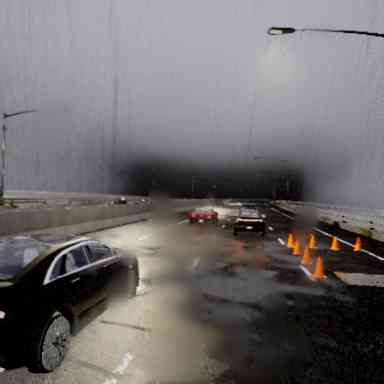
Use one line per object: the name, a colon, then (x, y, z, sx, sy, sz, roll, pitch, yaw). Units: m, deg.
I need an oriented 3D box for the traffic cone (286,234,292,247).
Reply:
traffic cone: (4.667, 2.284, 15.717, 0.340, 0.580, 0.340, 2, -1, 9)

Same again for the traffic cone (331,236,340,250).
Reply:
traffic cone: (6.642, 2.352, 15.410, 0.340, 0.580, 0.340, 2, -1, 9)

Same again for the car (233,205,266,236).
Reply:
car: (3.633, 1.840, 21.184, 2.128, 1.511, 4.902, 2, 0, 9)

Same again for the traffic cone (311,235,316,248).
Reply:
traffic cone: (5.654, 2.318, 15.564, 0.340, 0.580, 0.340, 2, -1, 9)

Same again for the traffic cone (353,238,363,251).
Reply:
traffic cone: (7.629, 2.386, 15.257, 0.340, 0.580, 0.340, 2, -1, 9)

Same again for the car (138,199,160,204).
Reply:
car: (-5.987, 1.893, 50.055, 1.895, 1.301, 4.718, 2, -1, 10)

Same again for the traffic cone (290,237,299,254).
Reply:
traffic cone: (4.361, 2.253, 13.741, 0.340, 0.580, 0.340, 2, -1, 9)

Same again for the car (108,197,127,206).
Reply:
car: (-12.212, 1.611, 55.018, 2.128, 1.511, 4.902, 2, -1, 10)

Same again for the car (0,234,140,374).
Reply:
car: (-2.341, 1.466, 5.656, 2.128, 1.511, 4.902, 2, -1, 9)

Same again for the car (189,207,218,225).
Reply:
car: (1.057, 1.917, 27.236, 1.895, 1.301, 4.718, 2, -1, 9)

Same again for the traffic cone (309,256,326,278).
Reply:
traffic cone: (3.750, 2.191, 9.789, 0.340, 0.580, 0.340, 2, -1, 9)

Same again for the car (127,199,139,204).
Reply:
car: (-8.669, 1.808, 55.015, 1.994, 1.385, 4.181, 2, 0, 10)

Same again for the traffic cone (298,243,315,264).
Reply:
traffic cone: (4.056, 2.222, 11.765, 0.340, 0.580, 0.340, 2, -1, 9)
